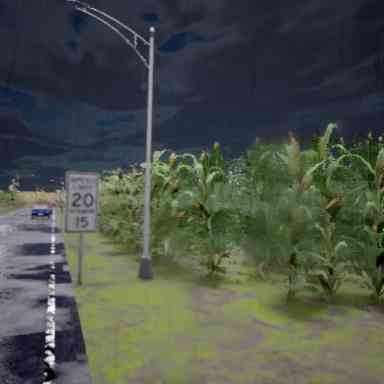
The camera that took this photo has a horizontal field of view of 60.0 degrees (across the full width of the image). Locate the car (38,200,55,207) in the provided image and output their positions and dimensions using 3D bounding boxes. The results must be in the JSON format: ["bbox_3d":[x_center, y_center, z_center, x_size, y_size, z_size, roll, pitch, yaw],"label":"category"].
[{"bbox_3d":[-21.248,2.142,47.844,2.150,2.045,5.566,2,-2,-22],"label":"car"}]

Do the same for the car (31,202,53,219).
[{"bbox_3d":[-16.778,2.190,37.044,1.882,1.535,5.008,2,-2,-23],"label":"car"}]

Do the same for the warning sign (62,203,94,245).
[{"bbox_3d":[-5.369,1.472,15.695,1.300,1.860,1.060,2,-2,-22],"label":"warning sign"}]
